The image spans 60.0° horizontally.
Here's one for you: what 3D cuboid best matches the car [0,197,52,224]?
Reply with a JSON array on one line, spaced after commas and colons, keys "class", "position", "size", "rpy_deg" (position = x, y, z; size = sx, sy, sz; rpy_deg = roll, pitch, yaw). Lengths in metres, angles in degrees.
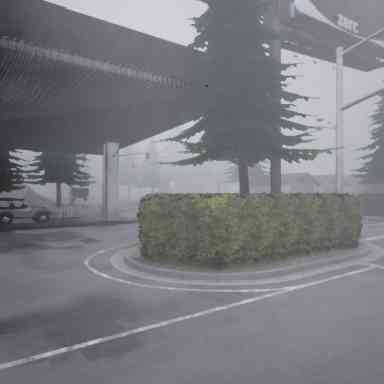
[{"class": "car", "position": [-12.063, 1.312, 23.421], "size": [3.866, 1.878, 1.905], "rpy_deg": [0, 0, -36]}]
